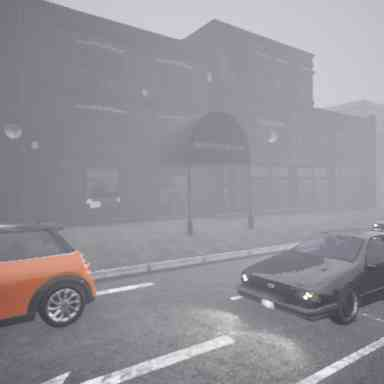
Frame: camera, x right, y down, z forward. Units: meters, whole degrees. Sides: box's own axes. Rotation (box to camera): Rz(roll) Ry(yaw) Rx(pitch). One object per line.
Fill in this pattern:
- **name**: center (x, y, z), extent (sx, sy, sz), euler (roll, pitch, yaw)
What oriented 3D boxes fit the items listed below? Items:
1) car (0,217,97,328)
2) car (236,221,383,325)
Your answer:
- **car**: center (-4.006, 1.353, 5.372), extent (4.553, 1.767, 2.097), euler (0, 0, -36)
- **car**: center (3.486, 1.547, 7.291), extent (5.357, 1.411, 2.033), euler (0, 0, -35)
